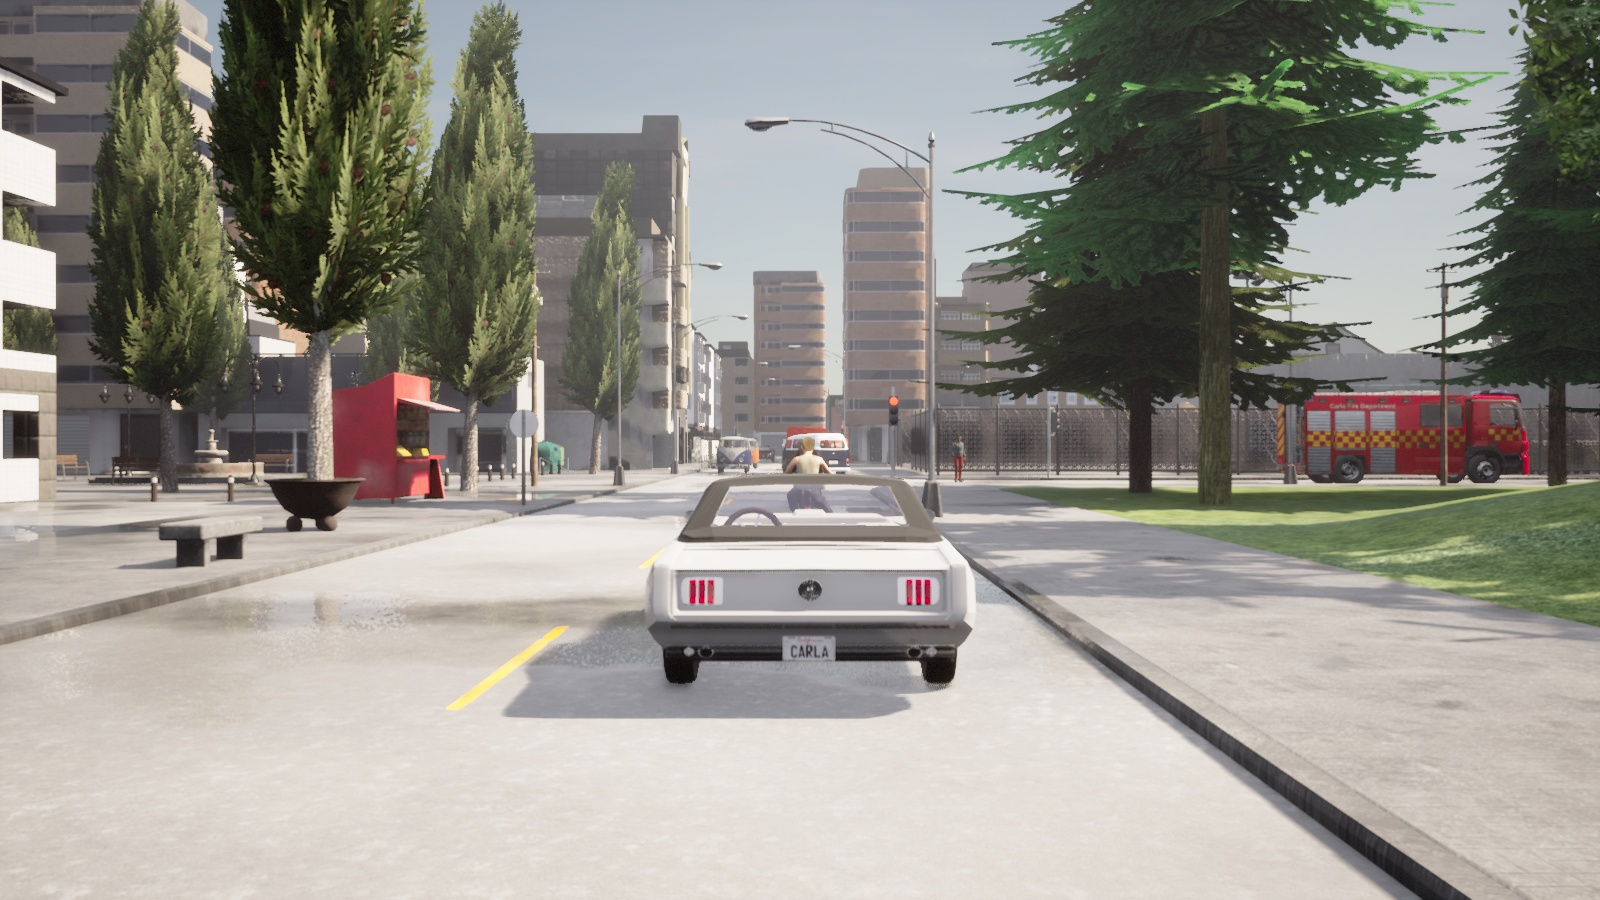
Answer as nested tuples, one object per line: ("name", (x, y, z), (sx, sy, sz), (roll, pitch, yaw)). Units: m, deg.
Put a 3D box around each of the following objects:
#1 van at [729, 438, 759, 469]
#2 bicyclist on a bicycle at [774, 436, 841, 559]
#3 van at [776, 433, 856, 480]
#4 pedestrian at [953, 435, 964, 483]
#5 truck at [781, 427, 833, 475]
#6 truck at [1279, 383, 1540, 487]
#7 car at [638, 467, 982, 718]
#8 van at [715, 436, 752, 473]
("van", (-3.617, 0.217, 81.496), (1.775, 1.987, 4.442), (0, 0, 0))
("bicyclist on a bicycle", (0.108, 0.625, 17.199), (0.866, 1.612, 1.509), (0, 0, 1))
("van", (0.677, 0.277, 56.434), (2.069, 2.038, 4.480), (0, 0, -21))
("pedestrian", (6.182, 0.335, 48.953), (0.353, 1.847, 0.614), (0, 0, 1))
("truck", (0.334, 0.032, 66.656), (2.627, 2.467, 5.204), (0, 0, -1))
("truck", (22.962, -0.562, 47.597), (8.468, 3.827, 2.891), (0, 0, 0))
("car", (0.068, 0.816, 9.268), (1.895, 1.301, 4.718), (0, 0, 0))
("van", (-3.667, 0.258, 69.703), (1.775, 1.987, 4.442), (0, 0, 0))
